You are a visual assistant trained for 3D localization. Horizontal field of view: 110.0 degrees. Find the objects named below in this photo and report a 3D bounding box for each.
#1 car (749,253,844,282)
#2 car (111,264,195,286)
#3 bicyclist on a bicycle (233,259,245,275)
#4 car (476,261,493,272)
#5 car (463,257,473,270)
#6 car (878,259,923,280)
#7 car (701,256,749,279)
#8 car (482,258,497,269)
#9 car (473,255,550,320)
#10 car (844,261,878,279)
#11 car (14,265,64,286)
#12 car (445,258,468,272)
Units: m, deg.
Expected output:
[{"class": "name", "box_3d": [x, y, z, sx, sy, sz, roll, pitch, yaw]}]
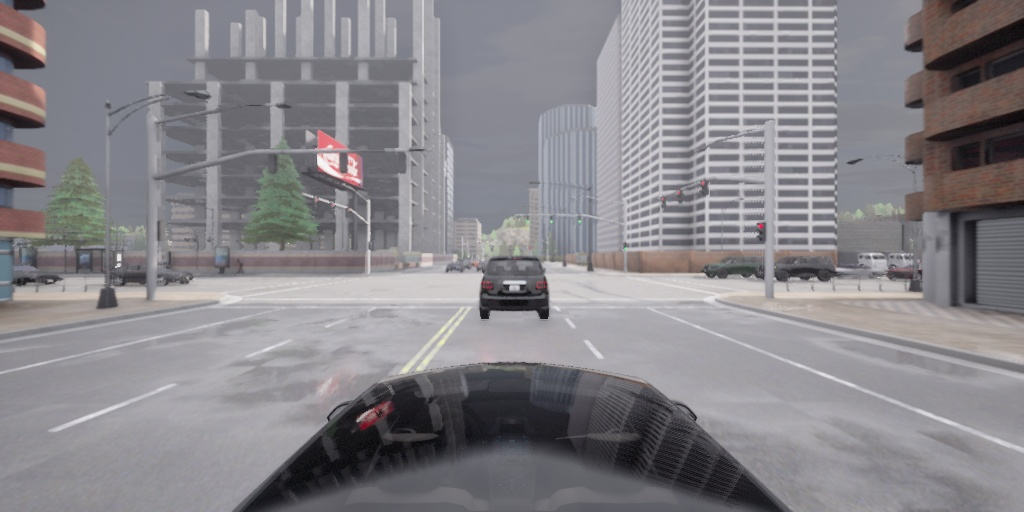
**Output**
[{"class": "car", "box_3d": [22.646, 0.993, 28.719, 5.566, 2.045, 2.150, 0, 0, -1]}, {"class": "car", "box_3d": [-24.756, 1.280, 24.716, 4.892, 1.490, 1.837, 0, 0, 0]}, {"class": "bicyclist on a bicycle", "box_3d": [-27.909, 1.087, 36.677, 0.582, 1.620, 1.656, 0, 0, 0]}, {"class": "car", "box_3d": [-3.638, 1.357, 48.306, 1.994, 1.385, 4.181, 0, 0, 0]}, {"class": "car", "box_3d": [-7.131, 1.304, 54.116, 1.837, 1.490, 4.892, 0, 0, 0]}, {"class": "car", "box_3d": [33.033, 1.247, 28.763, 5.008, 1.535, 1.882, 0, 0, 0]}, {"class": "car", "box_3d": [20.103, 0.997, 32.199, 5.566, 2.045, 2.150, 0, 0, 0]}, {"class": "car", "box_3d": [-3.612, 1.154, 57.998, 2.097, 1.767, 4.553, 0, 0, 0]}, {"class": "car", "box_3d": [0.071, 0.983, 12.756, 2.150, 2.045, 5.566, 0, 0, 0]}, {"class": "car", "box_3d": [30.236, 1.374, 32.252, 4.718, 1.301, 1.895, 0, 0, 0]}, {"class": "car", "box_3d": [-34.407, 1.324, 24.655, 5.357, 1.411, 2.033, 0, 0, 0]}, {"class": "car", "box_3d": [-7.138, 1.355, 45.543, 1.994, 1.385, 4.181, 0, 0, 0]}]
